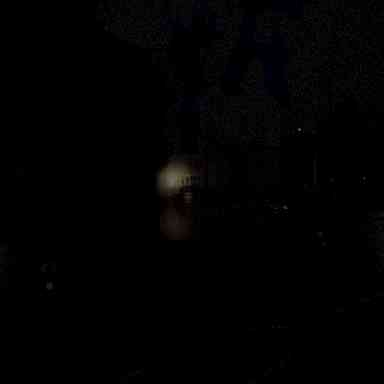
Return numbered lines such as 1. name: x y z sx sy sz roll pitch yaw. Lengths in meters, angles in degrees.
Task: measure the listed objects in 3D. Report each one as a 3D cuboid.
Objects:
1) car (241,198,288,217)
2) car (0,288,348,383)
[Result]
1. car: 6.714 1.396 31.140 2.097 1.767 4.553 1 0 -35
2. car: -0.620 1.566 2.360 4.313 1.339 1.947 0 0 -35
